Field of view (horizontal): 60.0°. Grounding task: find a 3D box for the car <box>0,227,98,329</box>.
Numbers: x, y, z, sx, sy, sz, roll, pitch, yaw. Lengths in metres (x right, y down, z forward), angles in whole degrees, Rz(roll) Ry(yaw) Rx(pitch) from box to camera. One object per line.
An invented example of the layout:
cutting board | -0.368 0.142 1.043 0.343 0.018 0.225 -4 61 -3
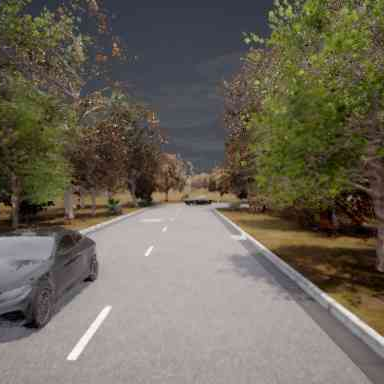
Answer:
car | -3.351 1.525 7.063 1.812 1.442 4.674 0 0 0

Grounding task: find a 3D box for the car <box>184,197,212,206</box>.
car | 0.955 1.523 53.417 4.718 1.301 1.895 0 2 -43
